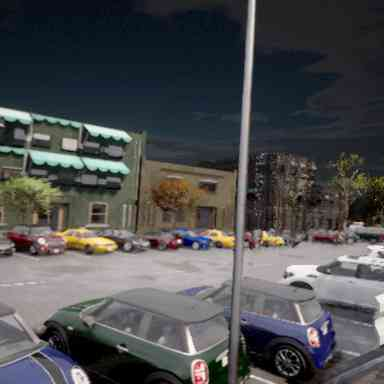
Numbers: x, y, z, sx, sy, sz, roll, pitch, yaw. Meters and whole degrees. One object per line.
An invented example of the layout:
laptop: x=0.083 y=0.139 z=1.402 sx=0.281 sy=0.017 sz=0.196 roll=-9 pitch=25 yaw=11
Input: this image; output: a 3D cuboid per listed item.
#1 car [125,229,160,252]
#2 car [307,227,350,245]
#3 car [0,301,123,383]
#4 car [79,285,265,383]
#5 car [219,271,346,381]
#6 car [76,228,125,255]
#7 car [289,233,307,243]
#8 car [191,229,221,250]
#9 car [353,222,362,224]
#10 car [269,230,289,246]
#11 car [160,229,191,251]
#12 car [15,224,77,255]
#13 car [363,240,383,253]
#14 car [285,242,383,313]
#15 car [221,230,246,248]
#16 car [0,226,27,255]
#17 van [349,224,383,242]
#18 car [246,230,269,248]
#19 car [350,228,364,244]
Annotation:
car: x=-5.268 y=3.529 z=25.000 sx=4.892 sy=1.521 sz=2.231 roll=1 pitch=-4 yaw=34
car: x=16.278 y=5.339 z=40.539 sx=4.553 sy=1.767 sz=2.185 roll=1 pitch=-4 yaw=34
car: x=-3.629 y=2.666 z=5.332 sx=4.553 sy=1.767 sz=2.185 roll=3 pitch=-2 yaw=34
car: x=-1.134 y=2.888 z=7.053 sx=4.553 sy=1.767 sz=2.185 roll=3 pitch=-2 yaw=34
car: x=1.313 y=3.108 z=8.821 sx=4.553 sy=1.767 sz=2.185 roll=3 pitch=-2 yaw=34
car: x=-7.501 y=3.313 z=23.181 sx=5.366 sy=1.575 sz=1.946 roll=1 pitch=-4 yaw=34
car: x=9.136 y=4.850 z=35.332 sx=4.792 sy=1.488 sz=2.163 roll=1 pitch=-4 yaw=34
car: x=-0.476 y=3.958 z=28.442 sx=5.008 sy=1.535 sz=2.097 roll=1 pitch=-4 yaw=35
car: x=37.122 y=7.892 z=74.822 sx=2.435 sy=2.045 sz=5.566 roll=2 pitch=-2 yaw=36
car: x=6.558 y=4.598 z=33.716 sx=5.366 sy=1.575 sz=1.946 roll=1 pitch=-3 yaw=34
car: x=-2.895 y=3.772 z=26.735 sx=4.792 sy=1.488 sz=2.163 roll=1 pitch=-3 yaw=34
car: x=-10.071 y=2.972 z=21.581 sx=4.553 sy=1.767 sz=2.185 roll=1 pitch=-4 yaw=34
car: x=11.108 y=3.861 z=15.863 sx=5.566 sy=2.045 sz=2.435 roll=3 pitch=-2 yaw=34
car: x=6.164 y=3.419 z=12.373 sx=5.566 sy=2.045 sz=2.435 roll=3 pitch=-2 yaw=34
car: x=1.767 y=4.168 z=30.270 sx=5.366 sy=1.575 sz=1.946 roll=1 pitch=-3 yaw=34
car: x=-12.451 y=2.884 z=19.835 sx=4.892 sy=1.521 sz=2.231 roll=1 pitch=-4 yaw=34
van: x=23.394 y=5.881 z=45.761 sx=4.442 sy=1.987 sz=1.878 roll=1 pitch=-3 yaw=34
car: x=4.323 y=4.389 z=31.898 sx=5.008 sy=1.535 sz=2.097 roll=1 pitch=-3 yaw=34
car: x=18.697 y=5.681 z=42.242 sx=4.892 sy=1.521 sz=2.231 roll=1 pitch=-3 yaw=34
